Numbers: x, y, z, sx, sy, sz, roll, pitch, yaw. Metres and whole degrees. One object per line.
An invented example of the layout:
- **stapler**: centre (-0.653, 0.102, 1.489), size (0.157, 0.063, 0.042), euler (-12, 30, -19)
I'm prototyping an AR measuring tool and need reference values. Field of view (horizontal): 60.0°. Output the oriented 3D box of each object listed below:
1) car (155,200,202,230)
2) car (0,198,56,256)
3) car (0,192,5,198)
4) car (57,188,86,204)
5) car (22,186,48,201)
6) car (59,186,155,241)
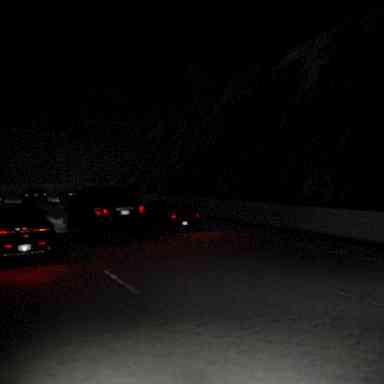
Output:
- **car**: centre (-1.535, 1.076, 17.144), size (1.895, 1.301, 4.718), euler (-1, 2, -33)
- **car**: centre (-5.738, 1.145, 10.783), size (1.837, 1.490, 4.892), euler (-1, 2, -33)
- **car**: centre (-18.078, 0.589, 30.219), size (1.895, 1.301, 4.718), euler (-1, 2, -30)
- **car**: centre (-12.846, 0.362, 35.195), size (2.128, 1.511, 4.902), euler (-1, 2, -30)
- **car**: centre (-15.779, 0.263, 33.282), size (2.097, 1.767, 4.553), euler (-1, 2, -30)
- **car**: centre (-3.913, 0.765, 14.378), size (2.150, 2.045, 5.566), euler (-1, 2, -33)
